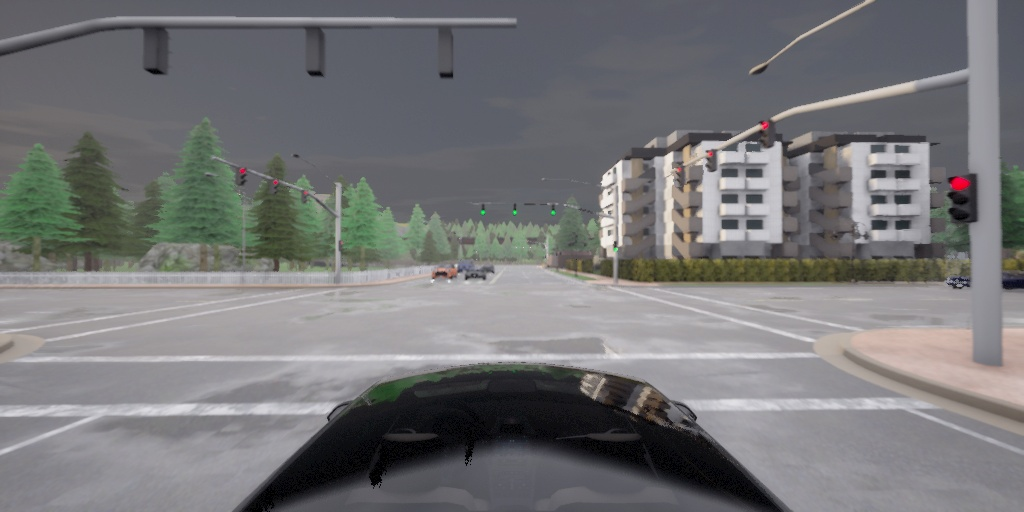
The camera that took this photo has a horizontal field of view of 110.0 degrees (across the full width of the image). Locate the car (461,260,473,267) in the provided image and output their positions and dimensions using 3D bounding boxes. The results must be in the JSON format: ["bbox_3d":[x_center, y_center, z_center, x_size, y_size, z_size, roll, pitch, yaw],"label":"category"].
[{"bbox_3d":[-7.046,1.604,55.381,2.150,2.045,5.566,0,-1,0],"label":"car"}]

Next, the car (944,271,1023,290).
[{"bbox_3d":[31.381,1.602,23.108,4.718,1.301,1.895,0,-1,8],"label":"car"}]

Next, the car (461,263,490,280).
[{"bbox_3d":[-3.596,1.720,36.285,1.994,1.385,4.181,0,-1,0],"label":"car"}]

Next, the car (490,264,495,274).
[{"bbox_3d":[-3.553,1.909,53.674,2.033,1.411,5.357,0,-1,1],"label":"car"}]

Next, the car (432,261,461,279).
[{"bbox_3d":[-7.093,1.531,38.191,2.097,1.767,4.553,0,-1,0],"label":"car"}]
